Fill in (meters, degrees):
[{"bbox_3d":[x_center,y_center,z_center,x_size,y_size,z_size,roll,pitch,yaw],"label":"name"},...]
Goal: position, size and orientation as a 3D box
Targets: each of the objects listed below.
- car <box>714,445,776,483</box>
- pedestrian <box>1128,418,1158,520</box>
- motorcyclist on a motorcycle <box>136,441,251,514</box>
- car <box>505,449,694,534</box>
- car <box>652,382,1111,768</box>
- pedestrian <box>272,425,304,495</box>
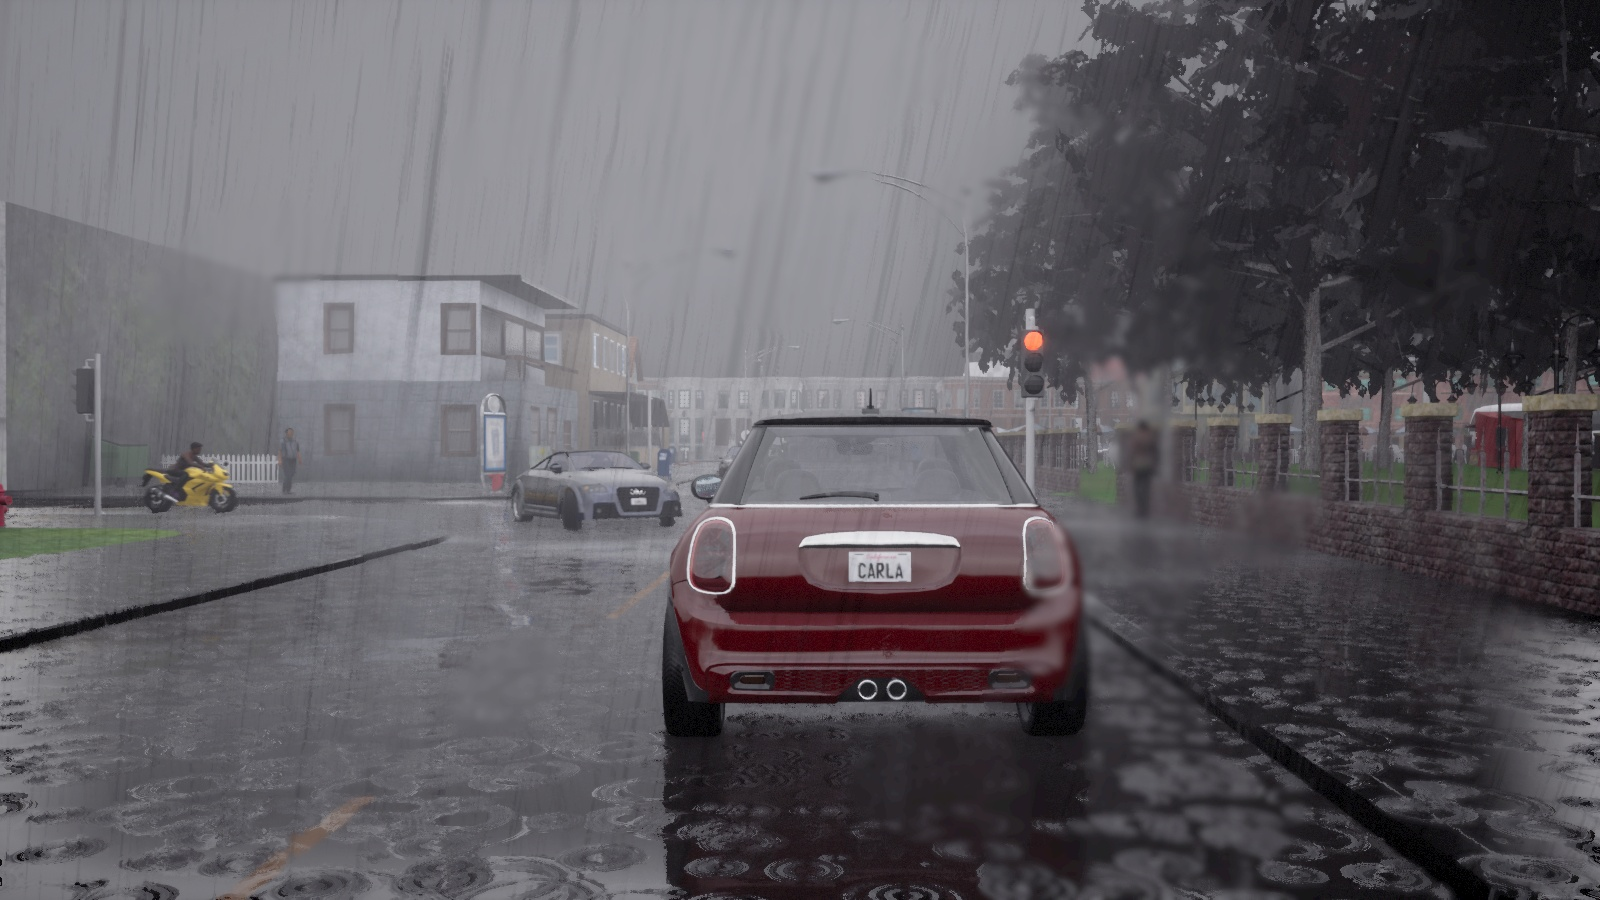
[{"bbox_3d":[-2.120,0.509,50.148,2.033,1.411,5.357,0,0,2],"label":"car"},{"bbox_3d":[6.211,0.333,22.780,0.328,1.805,0.869,0,0,2],"label":"pedestrian"},{"bbox_3d":[-12.842,0.568,26.625,2.044,1.523,0.797,0,0,2],"label":"motorcyclist on a motorcycle"},{"bbox_3d":[-3.762,0.678,22.921,1.994,1.385,4.181,0,0,-31],"label":"car"},{"bbox_3d":[0.361,0.560,8.016,2.097,1.767,4.553,0,0,0],"label":"car"},{"bbox_3d":[-13.722,0.255,33.651,0.694,1.848,0.540,0,0,43],"label":"pedestrian"}]
